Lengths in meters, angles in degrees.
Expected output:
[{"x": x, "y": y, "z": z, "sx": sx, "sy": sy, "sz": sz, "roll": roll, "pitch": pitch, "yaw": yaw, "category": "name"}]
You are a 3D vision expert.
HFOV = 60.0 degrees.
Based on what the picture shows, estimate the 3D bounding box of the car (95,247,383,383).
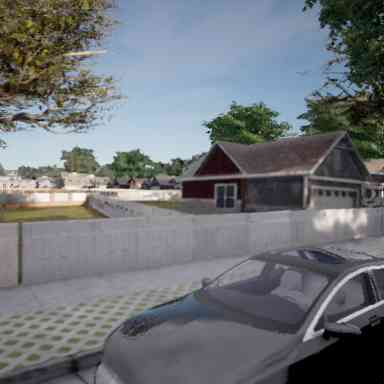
[{"x": 1.326, "y": 1.512, "z": 4.013, "sx": 4.902, "sy": 1.511, "sz": 2.128, "roll": 0, "pitch": 0, "yaw": -35, "category": "car"}]
